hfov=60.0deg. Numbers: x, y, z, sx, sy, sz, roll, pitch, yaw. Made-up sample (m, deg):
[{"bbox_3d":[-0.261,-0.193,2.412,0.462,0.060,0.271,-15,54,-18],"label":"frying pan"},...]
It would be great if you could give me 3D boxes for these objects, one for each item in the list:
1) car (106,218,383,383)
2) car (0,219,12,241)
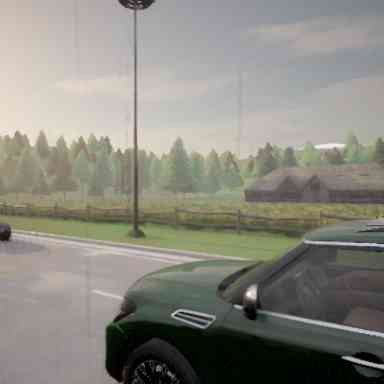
[{"bbox_3d":[1.735,1.223,2.753,5.566,2.045,2.150,0,0,36],"label":"car"},{"bbox_3d":[-10.350,1.616,15.673,4.181,1.385,1.994,0,0,35],"label":"car"}]
